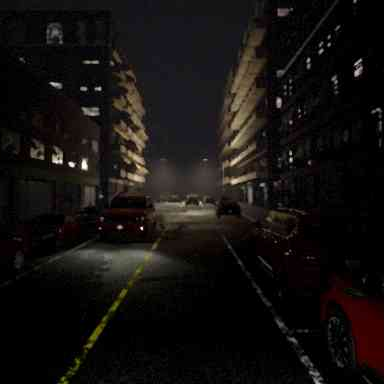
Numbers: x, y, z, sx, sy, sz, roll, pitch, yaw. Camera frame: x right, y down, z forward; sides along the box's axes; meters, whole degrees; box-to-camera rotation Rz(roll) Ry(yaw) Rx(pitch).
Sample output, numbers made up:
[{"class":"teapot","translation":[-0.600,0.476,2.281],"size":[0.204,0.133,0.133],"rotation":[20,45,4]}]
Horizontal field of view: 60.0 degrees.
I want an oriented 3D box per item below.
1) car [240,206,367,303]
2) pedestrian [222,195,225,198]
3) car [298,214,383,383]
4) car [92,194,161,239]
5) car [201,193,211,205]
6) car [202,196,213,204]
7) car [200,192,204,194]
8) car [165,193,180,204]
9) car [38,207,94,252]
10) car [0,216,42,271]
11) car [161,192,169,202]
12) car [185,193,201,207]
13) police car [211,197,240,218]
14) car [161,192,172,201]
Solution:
[{"class":"car","translation":[2.705,1.278,7.988],"size":[2.192,1.841,5.009],"rotation":[1,0,0]},{"class":"pedestrian","translation":[3.004,1.150,31.599],"size":[0.375,1.860,0.375],"rotation":[1,-1,-5]},{"class":"car","translation":[2.704,1.304,2.417],"size":[2.192,1.841,5.009],"rotation":[1,0,0]},{"class":"car","translation":[-3.099,1.143,17.064],"size":[2.150,2.045,5.566],"rotation":[0,0,0]},{"class":"car","translation":[2.707,1.287,52.728],"size":[1.752,1.417,4.829],"rotation":[1,0,0]},{"class":"car","translation":[2.707,1.319,58.130],"size":[1.802,1.307,4.206],"rotation":[1,0,0]},{"class":"car","translation":[2.708,1.245,74.843],"size":[1.802,1.307,4.206],"rotation":[1,0,0]},{"class":"car","translation":[-3.048,1.300,58.165],"size":[1.994,1.385,4.181],"rotation":[0,0,1]},{"class":"car","translation":[-5.678,1.519,13.601],"size":[1.802,1.307,4.206],"rotation":[1,0,0]},{"class":"car","translation":[-5.679,1.507,8.030],"size":[1.887,1.381,4.507],"rotation":[1,0,0]},{"class":"car","translation":[-5.673,1.277,63.741],"size":[1.947,1.339,4.313],"rotation":[1,0,0]},{"class":"car","translation":[0.049,1.308,47.950],"size":[1.812,1.442,4.674],"rotation":[0,0,0]},{"class":"police car","translation":[3.002,1.296,28.577],"size":[1.930,1.638,5.238],"rotation":[0,0,0]},{"class":"car","translation":[-5.668,0.977,74.882],"size":[2.192,1.841,5.009],"rotation":[1,0,0]}]
